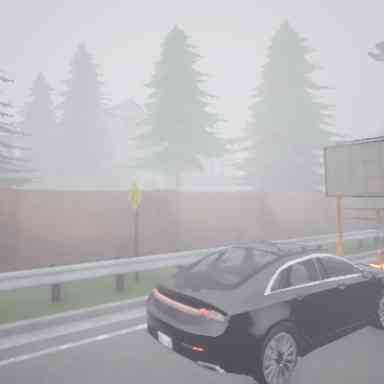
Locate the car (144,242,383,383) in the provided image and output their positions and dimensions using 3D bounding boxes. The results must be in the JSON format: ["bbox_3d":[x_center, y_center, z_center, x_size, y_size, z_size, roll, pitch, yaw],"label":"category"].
[{"bbox_3d":[1.610,1.601,5.483,4.902,1.511,2.128,1,-1,-37],"label":"car"}]

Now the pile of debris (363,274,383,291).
[{"bbox_3d":[5.476,2.327,8.159,1.500,0.140,1.860,1,-2,-41],"label":"pile of debris"}]

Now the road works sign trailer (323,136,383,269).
[{"bbox_3d":[4.472,0.504,7.899,2.880,3.560,2.380,-6,3,-40],"label":"road works sign trailer"}]
